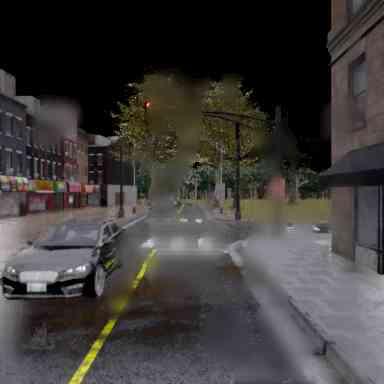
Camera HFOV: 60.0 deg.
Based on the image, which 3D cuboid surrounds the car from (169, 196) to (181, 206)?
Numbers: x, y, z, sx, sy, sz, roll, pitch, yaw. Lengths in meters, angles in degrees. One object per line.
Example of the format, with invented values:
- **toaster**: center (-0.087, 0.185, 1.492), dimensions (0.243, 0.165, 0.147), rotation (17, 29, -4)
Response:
- **car**: center (-2.950, 1.584, 58.808), dimensions (1.882, 1.535, 5.008), rotation (0, 0, 0)

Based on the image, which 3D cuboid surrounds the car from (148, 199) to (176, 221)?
- **car**: center (-2.648, 1.568, 27.879), dimensions (2.033, 1.411, 5.357), rotation (0, 0, -4)

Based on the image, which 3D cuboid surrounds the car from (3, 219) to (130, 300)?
- **car**: center (-2.865, 1.491, 8.582), dimensions (2.128, 1.511, 4.902), rotation (0, 0, 0)

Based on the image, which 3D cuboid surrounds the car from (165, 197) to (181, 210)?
- **car**: center (-2.926, 1.420, 44.850), dimensions (2.097, 1.767, 4.553), rotation (0, 0, 0)
